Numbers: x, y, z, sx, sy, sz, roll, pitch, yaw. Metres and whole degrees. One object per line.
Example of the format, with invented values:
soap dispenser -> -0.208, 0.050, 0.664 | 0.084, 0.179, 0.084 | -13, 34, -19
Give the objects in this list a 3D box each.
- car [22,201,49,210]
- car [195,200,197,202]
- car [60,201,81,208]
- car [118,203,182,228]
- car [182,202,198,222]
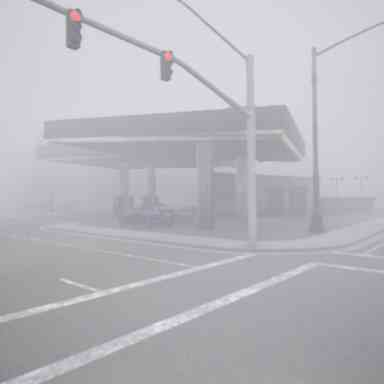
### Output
car -> -31.497, 2.689, 66.891 | 1.882, 1.535, 5.008 | -1, -1, 41
car -> 3.487, 2.291, 87.737 | 5.566, 2.045, 2.150 | -1, -1, -3
car -> -27.786, 2.811, 76.332 | 1.812, 1.442, 4.674 | -1, -1, 41
car -> -3.335, 1.639, 24.131 | 4.611, 1.667, 2.242 | -1, -1, 41
car -> -0.129, 1.823, 28.958 | 3.806, 1.475, 1.970 | -1, -1, 41
